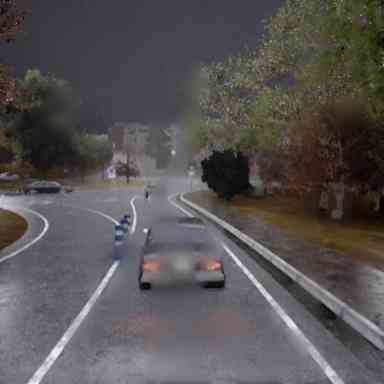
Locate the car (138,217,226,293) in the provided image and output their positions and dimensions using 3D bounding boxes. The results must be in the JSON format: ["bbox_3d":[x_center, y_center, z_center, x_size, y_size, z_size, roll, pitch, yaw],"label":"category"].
[{"bbox_3d":[-0.340,1.361,8.700,2.033,1.411,5.357,0,2,-4],"label":"car"}]

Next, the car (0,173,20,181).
[{"bbox_3d":[-34.715,-2.781,62.168,1.812,1.442,4.674,3,5,30],"label":"car"}]

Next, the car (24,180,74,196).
[{"bbox_3d":[-15.249,-0.463,35.503,4.892,1.490,1.837,-1,6,-10],"label":"car"}]

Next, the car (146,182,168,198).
[{"bbox_3d":[-3.470,-0.283,33.337,2.128,1.511,4.902,0,5,0],"label":"car"}]
